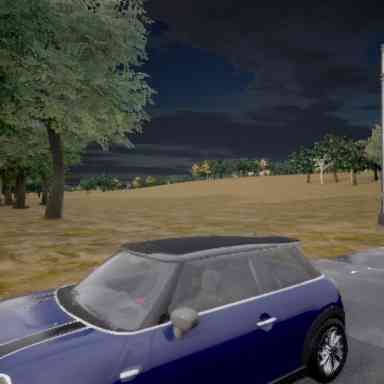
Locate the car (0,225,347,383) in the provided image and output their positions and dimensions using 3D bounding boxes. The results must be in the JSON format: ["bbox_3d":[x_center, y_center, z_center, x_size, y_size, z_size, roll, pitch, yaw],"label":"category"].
[{"bbox_3d":[-0.274,1.351,3.795,4.553,1.767,2.097,0,0,-36],"label":"car"}]
